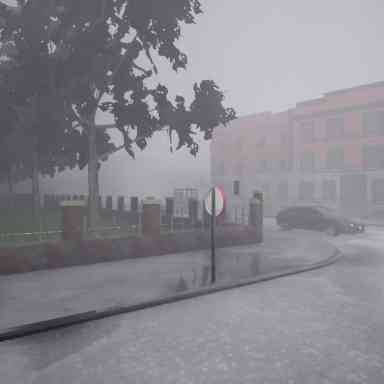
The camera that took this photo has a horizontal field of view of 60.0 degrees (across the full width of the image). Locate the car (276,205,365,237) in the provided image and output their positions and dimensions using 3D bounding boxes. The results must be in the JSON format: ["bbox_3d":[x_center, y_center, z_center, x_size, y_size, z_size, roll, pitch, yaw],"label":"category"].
[{"bbox_3d":[6.878,1.505,18.267,1.837,1.490,4.892,0,0,-34],"label":"car"}]

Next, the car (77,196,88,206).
[{"bbox_3d":[-16.277,1.350,50.967,2.097,1.767,4.553,0,0,-35],"label":"car"}]

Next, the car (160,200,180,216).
[{"bbox_3d":[-3.017,1.526,32.261,1.812,1.442,4.674,0,0,-36],"label":"car"}]
